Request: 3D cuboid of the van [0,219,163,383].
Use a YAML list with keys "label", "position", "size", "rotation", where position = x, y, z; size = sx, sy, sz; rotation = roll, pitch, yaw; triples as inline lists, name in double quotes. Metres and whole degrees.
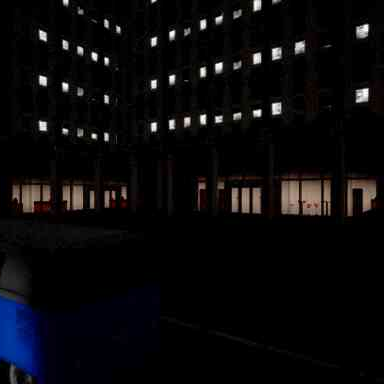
- label: "van"
  position: [-2.278, 1.340, 4.657]
  size: [3.998, 1.788, 1.690]
  rotation: [0, 0, 36]
